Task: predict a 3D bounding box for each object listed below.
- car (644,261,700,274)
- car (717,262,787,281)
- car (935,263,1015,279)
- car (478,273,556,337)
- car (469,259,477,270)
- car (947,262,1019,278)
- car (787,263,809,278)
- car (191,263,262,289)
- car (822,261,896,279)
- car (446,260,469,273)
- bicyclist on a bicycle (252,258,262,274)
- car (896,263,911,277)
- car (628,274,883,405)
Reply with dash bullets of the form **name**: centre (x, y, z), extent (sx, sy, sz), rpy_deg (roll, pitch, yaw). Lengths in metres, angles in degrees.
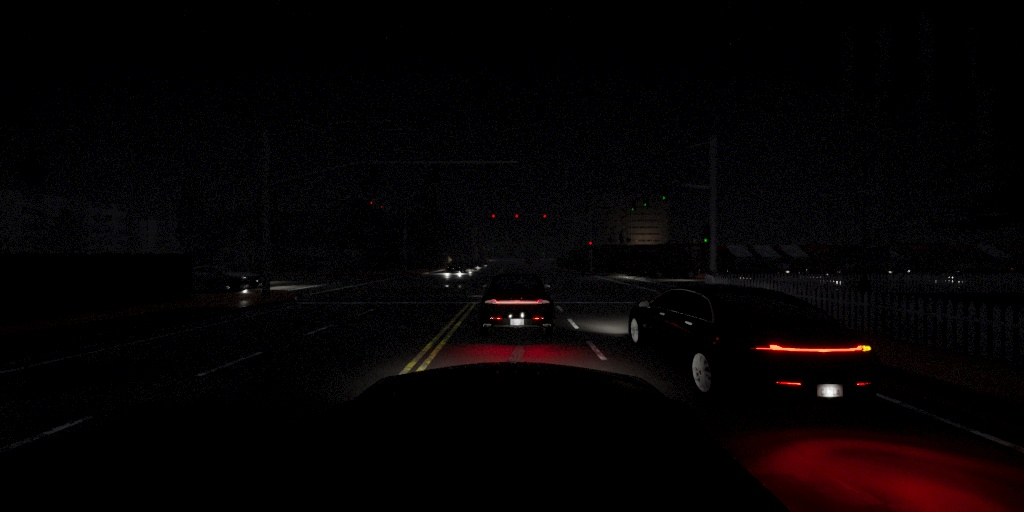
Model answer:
- **car**: centre (14.920, 1.255, 33.512), extent (4.892, 1.490, 1.837), rpy_deg (0, 0, 1)
- **car**: centre (19.615, 1.241, 30.036), extent (4.902, 1.511, 2.128), rpy_deg (0, 0, -1)
- **car**: centre (38.875, 1.276, 30.387), extent (4.674, 1.442, 1.812), rpy_deg (0, 0, -1)
- **car**: centre (0.130, 1.242, 10.333), extent (2.128, 1.511, 4.902), rpy_deg (0, 0, 0)
- **car**: centre (-6.778, 1.276, 54.181), extent (1.812, 1.442, 4.674), rpy_deg (0, 0, 1)
- **car**: centre (44.526, 1.314, 33.974), extent (4.181, 1.385, 1.994), rpy_deg (0, 0, -1)
- **car**: centre (24.659, 1.297, 33.634), extent (5.357, 1.411, 2.033), rpy_deg (0, 0, -1)
- **car**: centre (-18.160, 1.276, 22.254), extent (4.674, 1.442, 1.812), rpy_deg (0, 0, 0)
- **car**: centre (28.875, 1.276, 30.203), extent (4.674, 1.442, 1.812), rpy_deg (0, 0, -1)
- **car**: centre (-6.845, 1.255, 44.358), extent (1.837, 1.490, 4.892), rpy_deg (0, 0, 0)
- **bicyclist on a bicycle**: centre (-26.175, 1.051, 36.843), extent (0.582, 1.620, 1.656), rpy_deg (0, 0, -3)
- **car**: centre (34.483, 1.242, 33.813), extent (4.902, 1.511, 2.128), rpy_deg (0, 0, -1)
- **car**: centre (3.587, 1.255, 6.429), extent (1.837, 1.490, 4.892), rpy_deg (0, 0, 1)
